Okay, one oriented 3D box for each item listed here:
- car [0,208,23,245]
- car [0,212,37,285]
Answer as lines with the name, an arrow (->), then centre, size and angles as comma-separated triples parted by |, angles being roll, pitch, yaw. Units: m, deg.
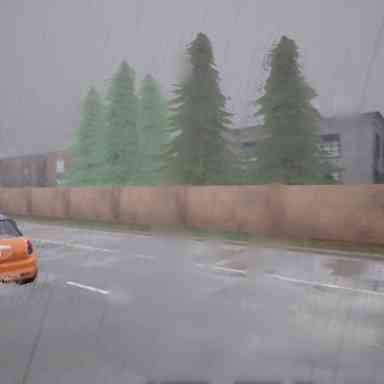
car -> -9.907, 1.482, 15.337 | 4.674, 1.442, 1.812 | 0, 0, 35
car -> -5.856, 1.327, 8.172 | 4.553, 1.767, 2.097 | 0, 0, 36
